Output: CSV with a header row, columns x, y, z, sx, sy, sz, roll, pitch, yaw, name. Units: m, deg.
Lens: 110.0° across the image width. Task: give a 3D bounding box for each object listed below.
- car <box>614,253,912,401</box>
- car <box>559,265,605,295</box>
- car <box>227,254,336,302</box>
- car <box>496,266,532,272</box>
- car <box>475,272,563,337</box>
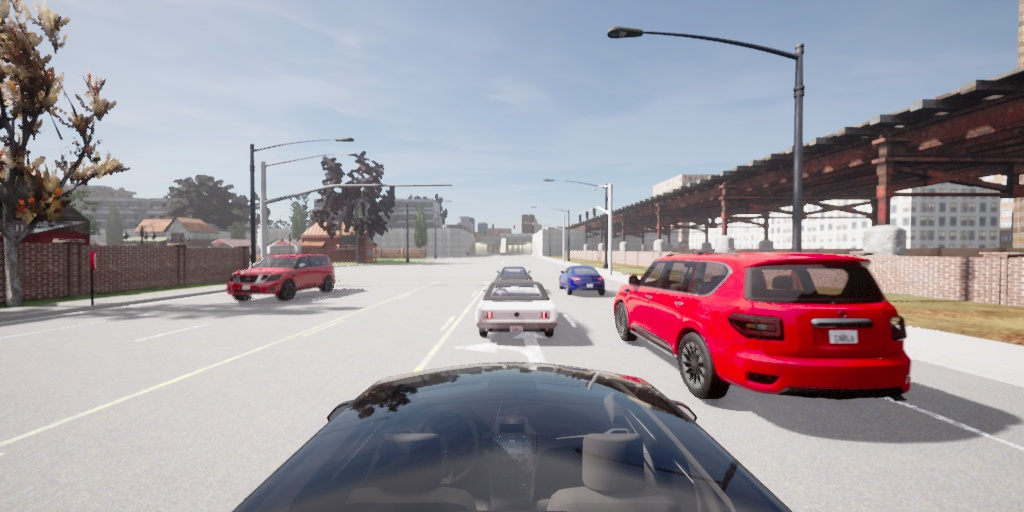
x,y,z,sx,sy,sz,roll,pitch,yaw,name
3.603,0.963,6.589,2.150,2.045,5.566,0,0,0,car
3.604,1.199,18.908,1.812,1.442,4.674,0,0,0,car
-10.558,0.907,17.037,2.150,2.045,5.566,0,0,1,car
0.102,1.232,19.209,1.994,1.385,4.181,0,0,0,car
0.101,1.326,10.196,1.895,1.301,4.718,0,0,0,car
